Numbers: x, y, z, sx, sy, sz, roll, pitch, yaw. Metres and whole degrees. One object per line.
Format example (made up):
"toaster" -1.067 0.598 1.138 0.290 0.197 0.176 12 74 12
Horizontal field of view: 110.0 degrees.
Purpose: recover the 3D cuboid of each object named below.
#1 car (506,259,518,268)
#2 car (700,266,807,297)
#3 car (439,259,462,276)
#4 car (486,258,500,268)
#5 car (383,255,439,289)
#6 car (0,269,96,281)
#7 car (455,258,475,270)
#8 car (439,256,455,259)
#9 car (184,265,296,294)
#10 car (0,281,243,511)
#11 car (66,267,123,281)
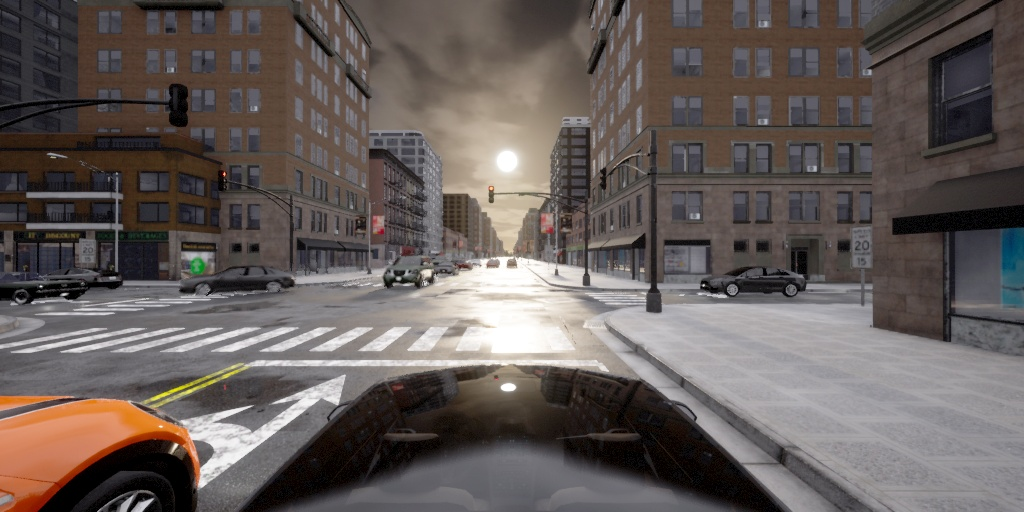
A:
"car" -0.021 1.245 63.086 1.837 1.490 4.892 0 0 0
"car" 12.424 1.294 18.639 4.892 1.490 1.837 0 0 1
"car" -6.668 1.310 36.885 1.994 1.385 4.181 0 0 0
"car" -3.369 1.304 61.948 1.994 1.385 4.181 0 0 0
"car" -6.642 0.978 23.751 2.150 2.045 5.566 0 0 0
"car" -21.516 1.345 15.462 4.718 1.301 1.895 0 0 0
"car" -6.691 1.345 50.449 1.895 1.301 4.718 0 0 0
"car" -9.934 0.969 49.988 2.150 2.045 5.566 0 0 1
"car" -14.308 1.267 19.032 4.892 1.490 1.837 0 3 -33
"car" -3.237 1.102 0.601 2.097 1.767 4.553 0 0 0
"car" -25.411 1.330 20.955 4.313 1.339 1.948 0 0 0
